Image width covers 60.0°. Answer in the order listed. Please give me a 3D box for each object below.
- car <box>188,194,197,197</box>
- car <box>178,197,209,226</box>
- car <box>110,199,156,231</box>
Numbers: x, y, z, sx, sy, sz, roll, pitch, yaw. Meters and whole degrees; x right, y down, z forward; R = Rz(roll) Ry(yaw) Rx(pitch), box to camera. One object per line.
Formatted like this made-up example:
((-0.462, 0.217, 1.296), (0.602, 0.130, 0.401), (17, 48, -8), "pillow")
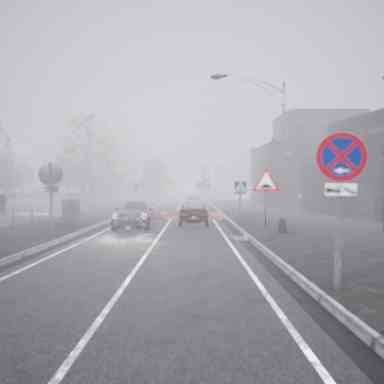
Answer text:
((0.102, 1.086, 41.008), (1.801, 1.575, 5.366), (0, 1, 0), "car")
((0.100, 1.363, 22.456), (1.882, 1.535, 5.008), (0, 1, 0), "car")
((-3.344, 1.267, 19.660), (2.097, 1.767, 4.553), (0, 0, 0), "car")
